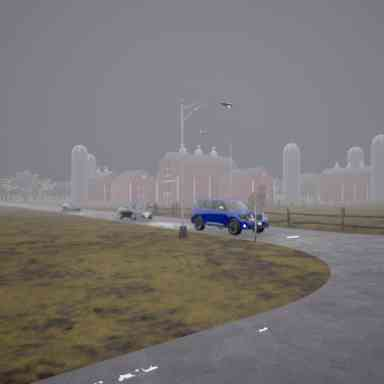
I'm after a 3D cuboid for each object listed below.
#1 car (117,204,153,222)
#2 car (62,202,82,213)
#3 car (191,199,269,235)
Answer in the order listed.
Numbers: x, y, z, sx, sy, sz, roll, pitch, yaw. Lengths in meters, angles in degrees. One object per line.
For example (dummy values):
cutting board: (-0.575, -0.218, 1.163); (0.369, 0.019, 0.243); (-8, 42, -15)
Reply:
car: (-5.366, 1.879, 31.076); (2.128, 1.511, 4.902); (0, -1, -35)
car: (-17.438, 2.191, 48.150); (1.837, 1.490, 4.892); (0, -1, -35)
car: (2.125, 1.427, 20.562); (2.150, 2.045, 5.566); (0, -1, -35)
